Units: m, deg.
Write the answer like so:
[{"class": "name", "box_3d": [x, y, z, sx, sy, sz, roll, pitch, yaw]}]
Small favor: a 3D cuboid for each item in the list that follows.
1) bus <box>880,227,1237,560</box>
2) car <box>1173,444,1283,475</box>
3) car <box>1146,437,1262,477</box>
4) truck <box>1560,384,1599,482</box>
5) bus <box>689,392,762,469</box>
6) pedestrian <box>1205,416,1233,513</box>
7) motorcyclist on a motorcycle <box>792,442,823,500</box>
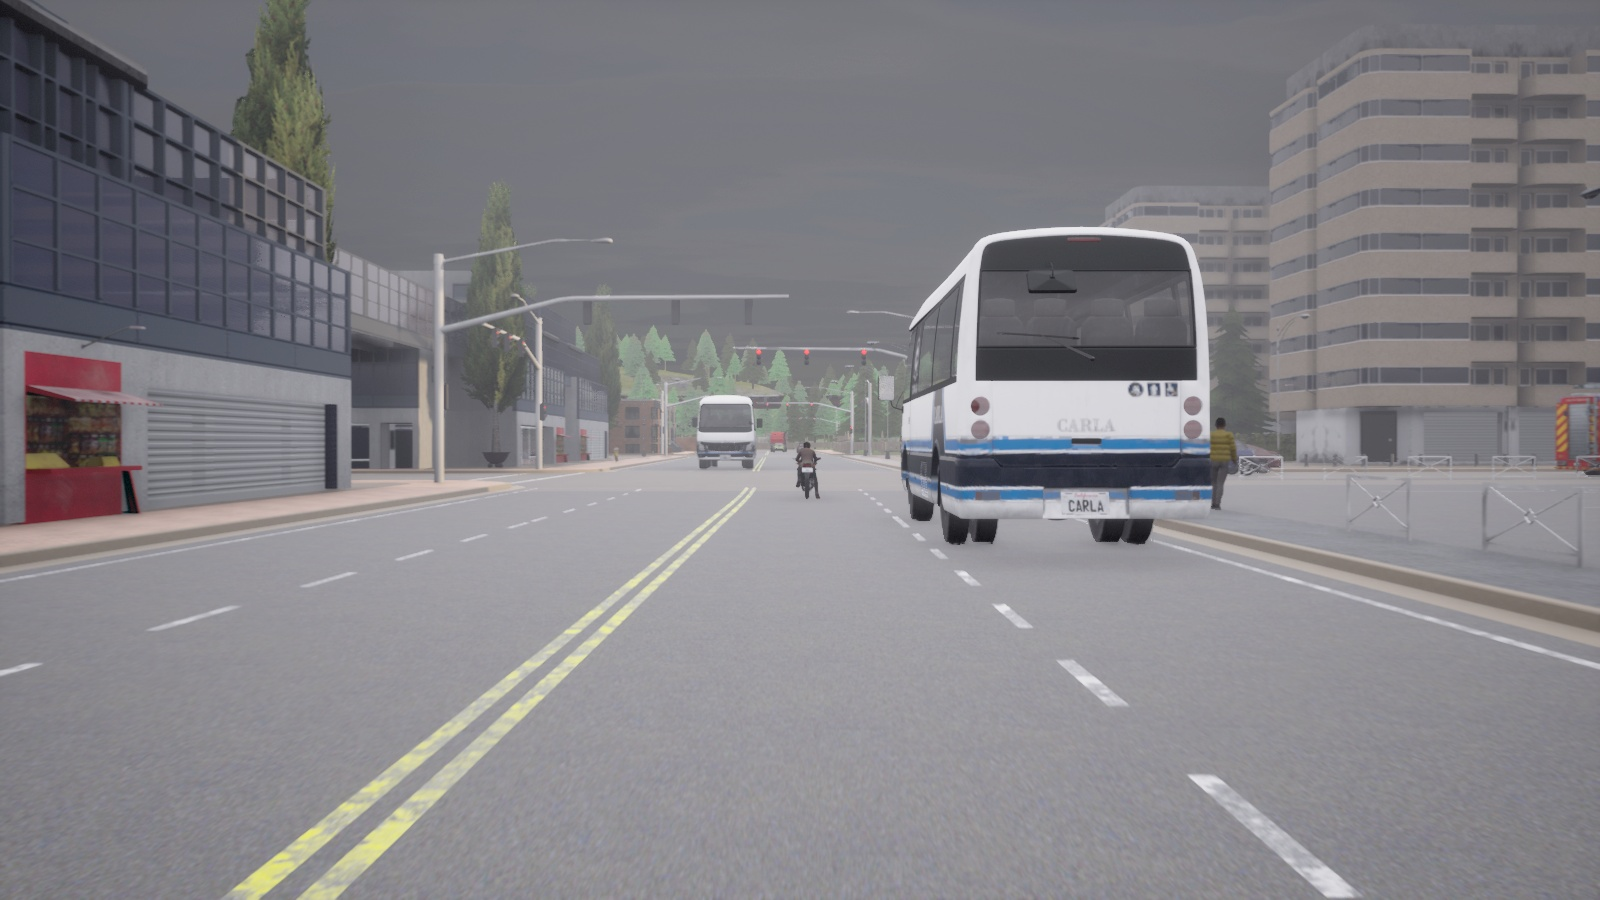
[{"class": "bus", "box_3d": [3.628, -0.746, 21.169, 3.944, 4.253, 10.273, 0, 0, 0]}, {"class": "car", "box_3d": [20.518, 0.448, 60.378, 4.674, 1.442, 1.812, 0, 0, 0]}, {"class": "car", "box_3d": [18.226, 0.299, 56.828, 4.553, 1.767, 2.097, 0, 0, -1]}, {"class": "truck", "box_3d": [35.491, -0.672, 50.198, 8.468, 3.827, 2.891, 0, 0, -1]}, {"class": "bus", "box_3d": [-4.283, -1.053, 74.522, 3.944, 4.253, 10.273, 0, 0, -1]}, {"class": "pedestrian", "box_3d": [8.130, 0.274, 24.350, 0.431, 1.840, 0.709, 0, 0, 24]}, {"class": "motorcyclist on a motorcycle", "box_3d": [0.185, 0.540, 33.532, 0.797, 1.523, 2.044, 0, 0, 0]}]
